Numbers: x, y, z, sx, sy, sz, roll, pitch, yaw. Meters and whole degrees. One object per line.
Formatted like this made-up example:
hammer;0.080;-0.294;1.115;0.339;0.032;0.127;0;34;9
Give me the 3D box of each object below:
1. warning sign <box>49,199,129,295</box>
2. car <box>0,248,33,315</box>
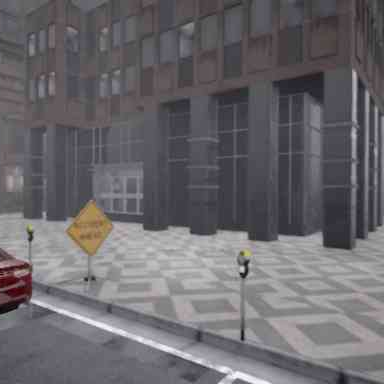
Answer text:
warning sign;-2.268;1.097;7.415;1.060;1.860;1.300;0;0;35
car;-4.902;1.521;6.454;4.507;1.381;1.887;0;0;35
